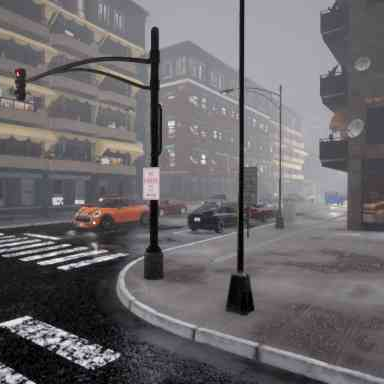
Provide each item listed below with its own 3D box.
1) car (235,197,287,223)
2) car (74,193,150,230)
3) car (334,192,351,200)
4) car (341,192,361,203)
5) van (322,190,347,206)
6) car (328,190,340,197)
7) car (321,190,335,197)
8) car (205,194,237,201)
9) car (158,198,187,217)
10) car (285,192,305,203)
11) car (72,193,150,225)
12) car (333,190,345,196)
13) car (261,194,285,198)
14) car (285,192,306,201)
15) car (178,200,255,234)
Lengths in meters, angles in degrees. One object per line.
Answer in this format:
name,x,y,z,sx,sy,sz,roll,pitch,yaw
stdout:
car,4.659,1.284,22.480,1.802,1.307,4.206,2,2,35
car,-4.560,1.121,19.449,2.097,1.767,4.553,1,1,35
car,25.914,0.696,57.244,1.895,1.301,4.718,1,1,35
car,23.878,0.764,49.824,1.887,1.381,4.507,2,2,35
van,17.474,0.721,40.705,1.690,1.788,3.998,2,2,35
car,33.060,0.337,77.463,1.802,1.307,4.206,2,2,35
car,29.857,0.379,72.905,1.887,1.381,4.507,2,2,35
car,2.625,0.940,29.667,2.097,1.767,4.553,1,1,36
car,-2.174,1.181,27.330,1.887,1.381,4.507,2,2,35
car,13.853,0.910,45.533,1.895,1.301,4.718,1,1,36
car,-5.375,1.032,22.766,2.192,1.841,5.009,2,2,35
car,36.263,0.257,82.020,1.802,1.307,4.206,2,2,35
car,10.638,0.881,45.560,1.947,1.339,4.313,2,2,35
car,17.044,0.720,54.675,1.947,1.339,4.313,2,2,35
car,1.456,1.348,17.922,1.947,1.339,4.313,2,2,35
